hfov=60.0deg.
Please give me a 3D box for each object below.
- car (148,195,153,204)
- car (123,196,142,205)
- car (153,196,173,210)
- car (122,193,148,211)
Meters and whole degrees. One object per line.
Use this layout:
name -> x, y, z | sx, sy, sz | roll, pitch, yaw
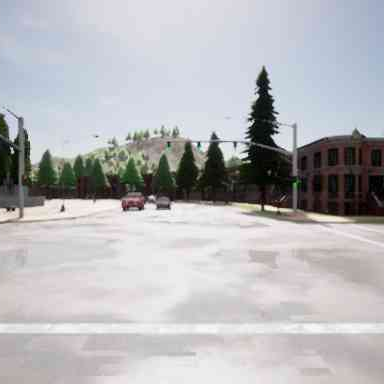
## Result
car -> -6.939, 1.352, 57.838 | 2.128, 1.511, 4.902 | 0, 0, -23
car -> -10.324, 1.409, 57.263 | 2.033, 1.411, 5.357 | 0, 0, -23
car -> -3.462, 1.405, 41.087 | 1.837, 1.490, 4.892 | 0, 0, -3
car -> -6.844, 1.126, 39.398 | 2.150, 2.045, 5.566 | 0, 0, -2
